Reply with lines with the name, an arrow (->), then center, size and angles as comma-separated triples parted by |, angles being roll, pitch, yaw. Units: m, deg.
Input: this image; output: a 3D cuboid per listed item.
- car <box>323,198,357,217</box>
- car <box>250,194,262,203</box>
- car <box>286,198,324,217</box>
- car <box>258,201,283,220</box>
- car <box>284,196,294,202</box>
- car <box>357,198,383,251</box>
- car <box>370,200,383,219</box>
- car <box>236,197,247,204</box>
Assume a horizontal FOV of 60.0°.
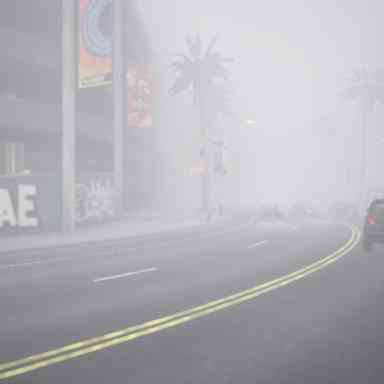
car -> 14.515, 1.615, 32.344 | 1.837, 1.490, 4.892 | 0, 0, 7
car -> 14.154, 1.396, 73.844 | 2.150, 2.045, 5.566 | 0, 0, 4
car -> 10.887, 1.621, 32.322 | 2.128, 1.511, 4.902 | 0, 0, 8
car -> 6.938, 1.734, 29.384 | 1.895, 1.301, 4.718 | 0, 0, 10
car -> 25.185, 1.714, 86.304 | 2.185, 1.767, 4.553 | 0, 0, 4
car -> 8.440, 1.258, 13.733 | 2.150, 2.045, 5.566 | 0, 0, 33
car -> 17.560, 1.554, 29.188 | 1.882, 1.535, 5.008 | 0, 0, 10
car -> 10.348, 1.855, 69.704 | 1.812, 1.442, 4.674 | 0, 0, 4
